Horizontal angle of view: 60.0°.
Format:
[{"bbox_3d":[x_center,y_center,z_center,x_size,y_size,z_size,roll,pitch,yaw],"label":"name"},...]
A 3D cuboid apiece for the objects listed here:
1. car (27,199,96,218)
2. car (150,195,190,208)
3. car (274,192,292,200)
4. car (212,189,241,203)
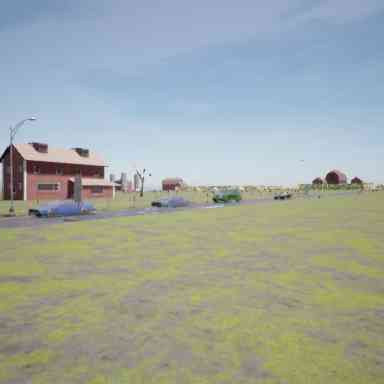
[{"bbox_3d":[-10.475,1.277,27.217,2.033,1.411,5.357,1,1,36],"label":"car"},{"bbox_3d":[-2.387,1.074,38.400,2.033,1.411,5.357,1,1,36],"label":"car"},{"bbox_3d":[16.271,0.729,59.204,1.895,1.301,4.718,1,1,36],"label":"car"},{"bbox_3d":[5.148,0.555,48.751,2.150,2.045,5.566,1,1,37],"label":"car"}]
